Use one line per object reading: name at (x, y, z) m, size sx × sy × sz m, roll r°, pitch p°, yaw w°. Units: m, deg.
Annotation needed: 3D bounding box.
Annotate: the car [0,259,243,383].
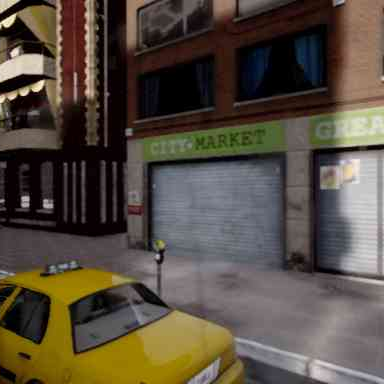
car at (-1.777, 1.522, 4.143) m, size 4.829 × 1.417 × 1.752 m, roll 0°, pitch 0°, yaw 35°
